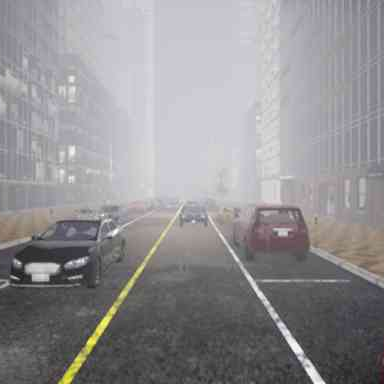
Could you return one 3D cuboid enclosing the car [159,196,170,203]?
[{"bbox_3d":[-5.692,1.548,69.179,1.802,1.307,4.206,0,0,0],"label":"car"}]

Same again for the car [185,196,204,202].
[{"bbox_3d":[0.098,1.550,42.090,1.994,1.385,4.181,0,0,0],"label":"car"}]

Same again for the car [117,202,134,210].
[{"bbox_3d":[-5.689,1.563,23.641,1.947,1.339,4.313,0,0,0],"label":"car"}]

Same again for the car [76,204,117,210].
[{"bbox_3d":[-5.688,1.550,17.948,2.008,1.369,4.403,0,0,0],"label":"car"}]

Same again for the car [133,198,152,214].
[{"bbox_3d":[-5.689,1.574,35.024,1.802,1.307,4.206,0,0,0],"label":"car"}]

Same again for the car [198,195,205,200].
[{"bbox_3d":[2.688,1.465,92.103,1.752,1.417,4.829,0,0,0],"label":"car"}]

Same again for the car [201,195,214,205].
[{"bbox_3d":[2.690,1.546,52.090,1.947,1.339,4.313,0,0,0],"label":"car"}]

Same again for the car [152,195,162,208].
[{"bbox_3d":[-5.690,1.535,46.410,2.008,1.369,4.403,0,0,0],"label":"car"}]

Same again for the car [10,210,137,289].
[{"bbox_3d":[-3.101,1.492,9.256,2.128,1.511,4.902,0,0,0],"label":"car"}]

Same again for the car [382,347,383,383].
[{"bbox_3d":[2.694,1.315,0.860,2.192,1.841,5.009,0,0,0],"label":"car"}]

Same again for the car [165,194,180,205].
[{"bbox_3d":[-3.004,1.524,56.627,2.033,1.411,5.357,0,0,0],"label":"car"}]

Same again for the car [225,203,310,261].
[{"bbox_3d":[2.694,1.315,12.245,2.192,1.841,5.009,0,0,0],"label":"car"}]

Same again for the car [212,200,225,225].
[{"bbox_3d":[2.692,1.522,23.798,1.752,1.417,4.829,0,0,0],"label":"car"}]

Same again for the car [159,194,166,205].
[{"bbox_3d":[-5.691,1.521,57.794,1.887,1.381,4.507,0,0,0],"label":"car"}]

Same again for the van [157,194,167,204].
[{"bbox_3d":[-5.690,1.312,63.486,1.690,1.788,3.998,0,0,0],"label":"van"}]

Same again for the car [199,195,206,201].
[{"bbox_3d":[2.688,1.529,86.241,1.802,1.307,4.206,0,0,0],"label":"car"}]

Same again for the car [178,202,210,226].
[{"bbox_3d":[0.098,1.598,23.447,1.895,1.301,4.718,0,0,0],"label":"car"}]

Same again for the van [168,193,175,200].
[{"bbox_3d":[-5.692,1.281,91.947,1.690,1.788,3.998,0,0,0],"label":"van"}]
